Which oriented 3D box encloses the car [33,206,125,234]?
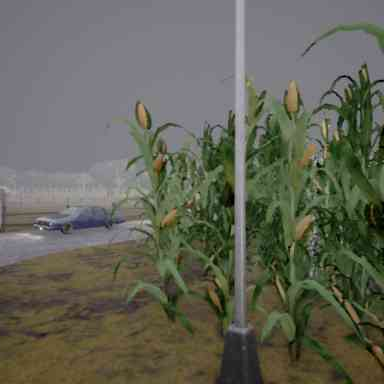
[{"bbox_3d":[-6.407,1.546,19.678,2.033,1.411,5.357,2,1,35],"label":"car"}]

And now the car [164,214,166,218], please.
[{"bbox_3d":[-0.898,1.549,27.424,1.812,1.442,4.674,2,1,36],"label":"car"}]
